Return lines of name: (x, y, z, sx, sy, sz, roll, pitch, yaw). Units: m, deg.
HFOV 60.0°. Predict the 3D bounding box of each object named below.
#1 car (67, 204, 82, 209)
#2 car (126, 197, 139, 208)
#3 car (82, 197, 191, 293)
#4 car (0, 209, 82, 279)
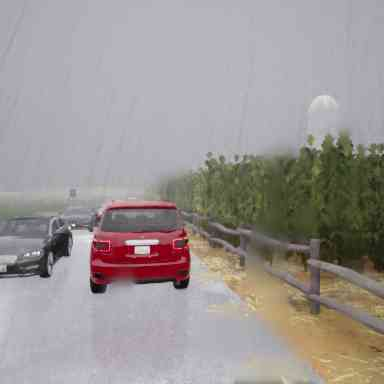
car: (-6.678, 1.505, 19.922, 1.837, 1.490, 4.892, 0, 0, -10)
car: (-8.938, 1.477, 49.839, 1.882, 1.535, 5.008, 0, 0, -10)
car: (-1.450, 1.221, 9.107, 2.150, 2.045, 5.566, 0, 0, -10)
car: (-4.868, 1.491, 10.037, 2.128, 1.511, 4.902, 0, 0, -10)
